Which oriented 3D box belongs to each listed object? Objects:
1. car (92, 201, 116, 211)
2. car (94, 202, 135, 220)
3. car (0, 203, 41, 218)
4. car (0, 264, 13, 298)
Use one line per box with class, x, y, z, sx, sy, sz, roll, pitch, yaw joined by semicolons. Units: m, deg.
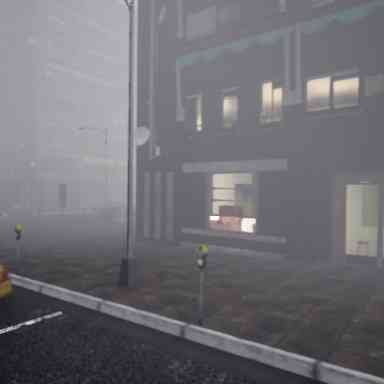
car;-9.981;1.788;40.320;1.887;1.381;4.507;0;0;36
car;-6.509;1.882;30.893;1.947;1.339;4.313;0;0;36
car;-16.533;1.703;31.402;2.008;1.369;4.403;0;0;36
car;-5.681;1.544;7.071;4.829;1.417;1.752;0;1;36
